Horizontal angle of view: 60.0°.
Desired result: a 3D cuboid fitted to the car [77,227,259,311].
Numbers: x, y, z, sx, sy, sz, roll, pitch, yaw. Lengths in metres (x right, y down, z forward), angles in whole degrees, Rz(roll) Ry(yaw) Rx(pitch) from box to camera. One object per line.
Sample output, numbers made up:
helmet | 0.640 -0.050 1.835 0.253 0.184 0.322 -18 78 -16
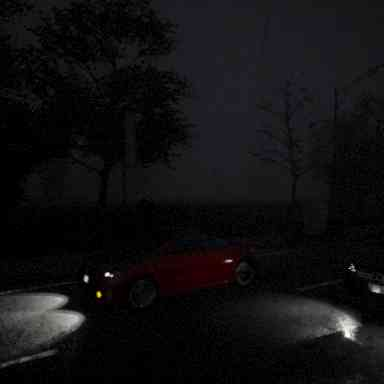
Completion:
car | -0.444 1.544 7.737 4.181 1.385 1.994 0 0 -34

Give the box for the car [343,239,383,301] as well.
car | 5.362 1.508 7.327 4.674 1.442 1.812 0 0 -32
